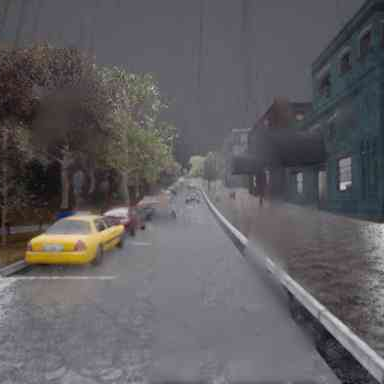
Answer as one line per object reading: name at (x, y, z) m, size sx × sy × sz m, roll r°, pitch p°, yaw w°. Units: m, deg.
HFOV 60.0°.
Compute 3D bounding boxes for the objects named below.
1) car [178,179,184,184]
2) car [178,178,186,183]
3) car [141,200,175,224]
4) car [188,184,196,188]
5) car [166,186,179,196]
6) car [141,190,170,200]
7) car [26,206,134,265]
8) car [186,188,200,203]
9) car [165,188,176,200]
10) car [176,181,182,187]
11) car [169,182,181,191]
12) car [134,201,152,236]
car at (-3.626, -1.649, 81.244) m, size 1.946 × 1.575 × 5.366 m, roll 0°, pitch 4°, yaw 2°
car at (-3.630, -2.330, 92.209) m, size 2.163 × 1.488 × 4.792 m, roll 0°, pitch 4°, yaw 2°
car at (-3.280, 1.467, 23.609) m, size 4.181 × 1.385 × 1.994 m, roll -2°, pitch -2°, yaw 30°
car at (0.018, -1.147, 74.202) m, size 1.812 × 1.442 × 4.674 m, roll 0°, pitch 4°, yaw 0°
car at (-3.622, 0.463, 47.671) m, size 2.231 × 1.521 × 4.892 m, roll 1°, pitch 3°, yaw 2°
car at (-3.620, 1.024, 30.920) m, size 2.185 × 1.767 × 4.553 m, roll 2°, pitch 2°, yaw 2°
car at (-3.641, 1.438, 11.527) m, size 1.946 × 1.575 × 5.366 m, roll 0°, pitch 1°, yaw 2°
car at (0.116, 0.649, 45.315) m, size 2.033 × 1.411 × 5.357 m, roll 0°, pitch 3°, yaw 0°
car at (-3.620, 0.728, 41.938) m, size 1.946 × 1.575 × 5.366 m, roll 1°, pitch 3°, yaw 2°
car at (-3.639, -0.685, 64.341) m, size 2.185 × 1.767 × 4.553 m, roll 0°, pitch 4°, yaw 2°
car at (-3.640, -0.330, 58.781) m, size 2.185 × 1.767 × 4.553 m, roll 0°, pitch 4°, yaw 2°
car at (-3.647, 1.446, 17.664) m, size 2.002 × 1.452 × 4.674 m, roll 0°, pitch 0°, yaw 2°
